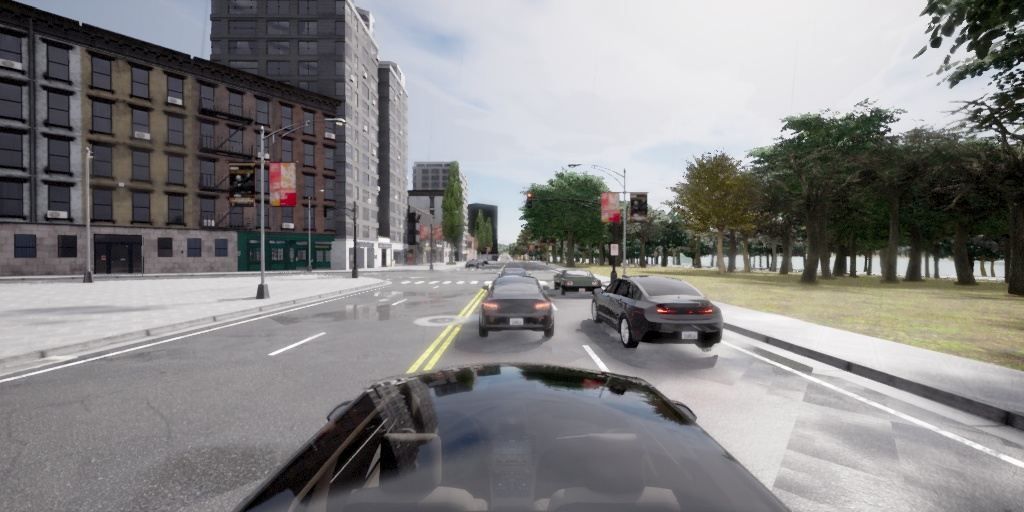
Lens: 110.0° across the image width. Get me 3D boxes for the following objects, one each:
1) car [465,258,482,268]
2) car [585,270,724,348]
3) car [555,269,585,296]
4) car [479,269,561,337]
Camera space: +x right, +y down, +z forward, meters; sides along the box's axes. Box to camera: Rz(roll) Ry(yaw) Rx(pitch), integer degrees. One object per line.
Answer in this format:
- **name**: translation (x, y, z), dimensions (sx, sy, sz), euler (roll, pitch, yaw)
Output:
- **car**: translation (-6.502, 1.297, 59.173), dimensions (1.994, 1.385, 4.181), euler (0, 0, 0)
- **car**: translation (3.360, 1.253, 9.195), dimensions (1.837, 1.490, 4.892), euler (0, 0, 0)
- **car**: translation (3.374, 1.347, 19.440), dimensions (1.895, 1.301, 4.718), euler (0, 0, 0)
- **car**: translation (0.114, 1.274, 10.163), dimensions (1.812, 1.442, 4.674), euler (0, 0, 0)
